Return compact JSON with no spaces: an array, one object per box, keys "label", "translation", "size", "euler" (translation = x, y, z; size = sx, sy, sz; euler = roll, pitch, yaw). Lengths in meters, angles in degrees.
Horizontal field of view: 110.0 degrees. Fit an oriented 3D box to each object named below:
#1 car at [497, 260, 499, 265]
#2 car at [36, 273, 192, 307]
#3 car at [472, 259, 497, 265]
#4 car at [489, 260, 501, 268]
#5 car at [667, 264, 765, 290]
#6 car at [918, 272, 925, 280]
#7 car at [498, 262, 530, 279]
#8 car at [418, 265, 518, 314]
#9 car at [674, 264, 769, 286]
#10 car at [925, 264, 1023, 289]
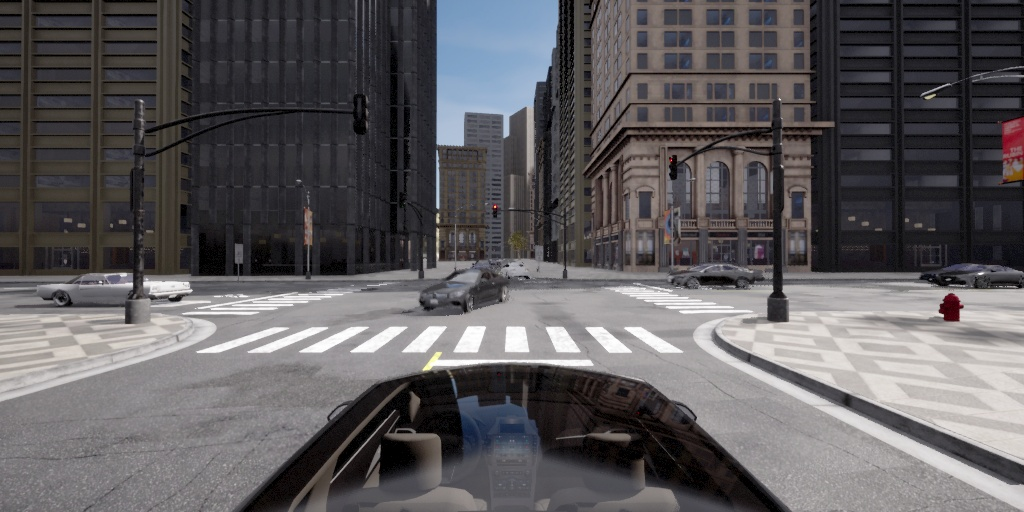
[{"label":"car","translation":[-3.056,1.378,46.386],"size":[1.994,1.385,4.181],"euler":[0,0,0]},{"label":"car","translation":[-16.375,1.366,14.983],"size":[4.718,1.301,1.895],"euler":[0,0,0]},{"label":"car","translation":[-3.046,1.146,37.614],"size":[2.097,1.767,4.553],"euler":[0,0,0]},{"label":"car","translation":[-3.028,1.431,65.384],"size":[1.994,1.385,4.181],"euler":[0,0,0]},{"label":"car","translation":[12.007,1.213,21.708],"size":[4.902,1.511,2.128],"euler":[0,0,0]},{"label":"car","translation":[31.873,1.244,24.969],"size":[5.357,1.411,2.033],"euler":[0,0,0]},{"label":"car","translation":[0.267,1.309,32.349],"size":[1.812,1.442,4.674],"euler":[-1,0,-12]},{"label":"car","translation":[-1.608,1.229,13.792],"size":[1.812,1.442,4.674],"euler":[-1,-1,24]},{"label":"car","translation":[14.450,1.287,24.961],"size":[5.357,1.411,2.033],"euler":[0,0,0]},{"label":"car","translation":[28.411,1.245,21.720],"size":[4.181,1.385,1.994],"euler":[0,0,0]}]
